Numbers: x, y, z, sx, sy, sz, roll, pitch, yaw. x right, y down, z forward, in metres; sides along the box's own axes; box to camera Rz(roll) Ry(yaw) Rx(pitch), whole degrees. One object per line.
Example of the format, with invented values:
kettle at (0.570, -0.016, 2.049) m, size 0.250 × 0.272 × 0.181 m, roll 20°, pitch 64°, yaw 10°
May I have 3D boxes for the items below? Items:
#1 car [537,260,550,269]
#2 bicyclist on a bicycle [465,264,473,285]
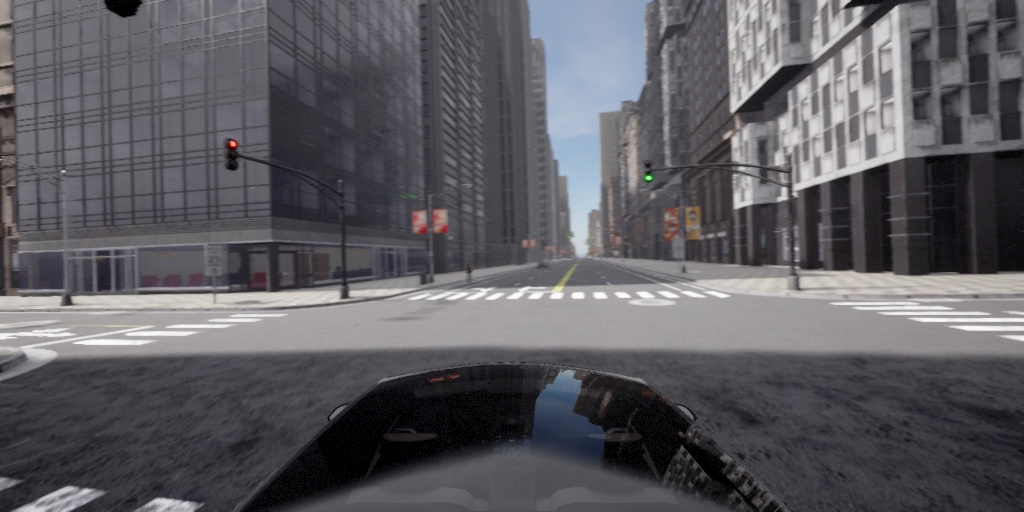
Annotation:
car at (5.399, 1.411, 60.515) m, size 2.033 × 1.411 × 5.357 m, roll -2°, pitch 0°, yaw 11°
bicyclist on a bicycle at (-3.327, 1.419, 27.766) m, size 0.582 × 1.620 × 1.656 m, roll -2°, pitch 0°, yaw 11°
